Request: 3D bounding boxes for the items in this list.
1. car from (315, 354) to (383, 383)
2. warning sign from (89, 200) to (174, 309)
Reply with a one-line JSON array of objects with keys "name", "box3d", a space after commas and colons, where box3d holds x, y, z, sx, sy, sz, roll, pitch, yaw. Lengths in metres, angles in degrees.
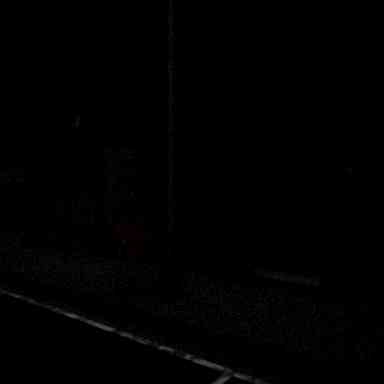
[{"name": "car", "box3d": [2.305, 1.441, 1.203, 4.097, 1.590, 1.967, 0, 0, 35]}, {"name": "warning sign", "box3d": [-1.183, 1.112, 6.636, 1.060, 1.860, 1.300, 0, 0, 35]}]
